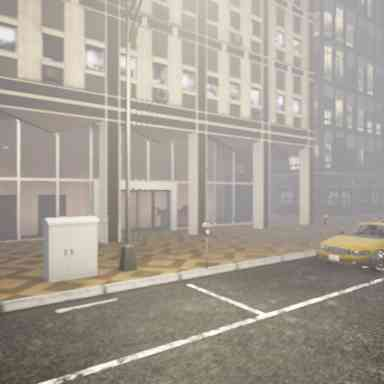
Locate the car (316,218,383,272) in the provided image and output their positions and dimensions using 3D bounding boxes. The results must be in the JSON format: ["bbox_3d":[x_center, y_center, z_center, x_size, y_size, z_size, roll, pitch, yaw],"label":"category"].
[{"bbox_3d":[5.993,1.550,10.838,4.829,1.417,1.752,0,0,-36],"label":"car"}]
